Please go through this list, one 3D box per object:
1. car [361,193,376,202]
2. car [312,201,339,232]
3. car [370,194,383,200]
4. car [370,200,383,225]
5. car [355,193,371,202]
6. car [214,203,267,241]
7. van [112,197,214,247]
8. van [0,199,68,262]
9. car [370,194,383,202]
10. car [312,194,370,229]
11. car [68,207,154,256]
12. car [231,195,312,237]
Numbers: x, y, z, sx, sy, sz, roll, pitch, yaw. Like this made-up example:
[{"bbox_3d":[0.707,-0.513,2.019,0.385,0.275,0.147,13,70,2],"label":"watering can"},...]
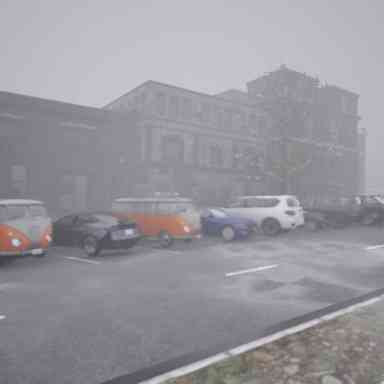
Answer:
[{"bbox_3d":[43.745,1.473,82.201,2.435,2.045,5.566,1,-2,36],"label":"car"},{"bbox_3d":[5.739,1.477,19.973,5.008,1.535,2.097,-1,-1,35],"label":"car"},{"bbox_3d":[13.144,1.235,25.142,5.566,2.045,2.435,-1,-1,35],"label":"car"},{"bbox_3d":[10.686,1.513,23.409,4.792,1.488,2.163,-1,-1,35],"label":"car"},{"bbox_3d":[34.141,1.069,66.196,2.185,1.767,4.553,0,-1,36],"label":"car"},{"bbox_3d":[0.820,1.471,16.519,5.008,1.535,2.097,-1,-1,35],"label":"car"},{"bbox_3d":[-1.543,1.240,14.727,4.442,1.987,1.878,-1,-1,35],"label":"van"},{"bbox_3d":[-6.467,1.233,11.256,4.442,1.987,1.878,-1,-1,35],"label":"van"},{"bbox_3d":[35.823,1.195,63.771,2.231,1.521,4.892,0,-1,36],"label":"car"},{"bbox_3d":[8.172,1.229,21.711,5.566,2.045,2.435,-1,-1,35],"label":"car"},{"bbox_3d":[-4.129,1.494,13.068,4.792,1.488,2.163,-1,-1,35],"label":"car"},{"bbox_3d":[3.255,1.223,18.258,5.566,2.045,2.435,-1,-1,35],"label":"car"}]
